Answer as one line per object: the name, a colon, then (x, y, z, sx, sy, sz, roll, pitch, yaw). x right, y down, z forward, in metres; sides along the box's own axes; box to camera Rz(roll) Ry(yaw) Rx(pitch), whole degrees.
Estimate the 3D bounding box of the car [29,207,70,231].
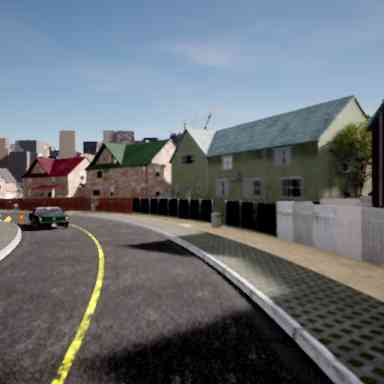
car: (-9.064, 1.624, 21.043, 1.895, 1.301, 4.718, -1, 0, -31)
